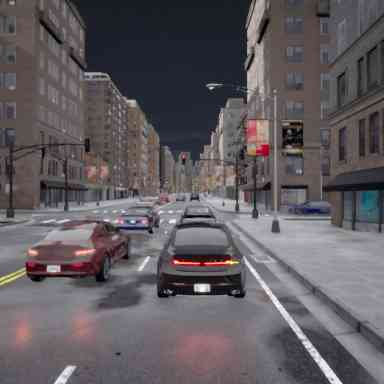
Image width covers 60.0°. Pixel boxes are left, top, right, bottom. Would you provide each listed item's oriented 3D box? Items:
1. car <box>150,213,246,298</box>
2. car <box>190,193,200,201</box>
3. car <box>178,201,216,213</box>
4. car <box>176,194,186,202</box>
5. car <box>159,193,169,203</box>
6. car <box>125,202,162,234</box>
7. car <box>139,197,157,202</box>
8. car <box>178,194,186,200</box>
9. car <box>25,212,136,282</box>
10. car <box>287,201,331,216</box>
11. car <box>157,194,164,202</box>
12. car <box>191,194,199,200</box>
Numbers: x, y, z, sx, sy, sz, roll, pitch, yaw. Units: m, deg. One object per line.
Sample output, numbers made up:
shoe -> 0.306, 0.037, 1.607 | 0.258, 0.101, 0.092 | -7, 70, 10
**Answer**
car -> 0.205, 1.506, 8.500 | 1.837, 1.490, 4.892 | 0, 0, 0
car -> 0.627, 1.164, 75.283 | 2.150, 2.045, 5.566 | 0, 0, 0
car -> 0.291, 1.490, 17.896 | 2.128, 1.511, 4.902 | 0, 0, -1
car -> -2.620, 1.492, 75.696 | 1.994, 1.385, 4.181 | 0, 0, 0
car -> -5.926, 1.178, 68.890 | 2.150, 2.045, 5.566 | 0, 0, 1
car -> -2.958, 1.545, 19.203 | 2.033, 1.411, 5.357 | 0, 0, 0
car -> -6.211, 1.581, 44.134 | 1.895, 1.301, 4.718 | 0, 0, 0
car -> -2.542, 1.244, 85.699 | 1.882, 1.535, 5.008 | 0, 0, 0
car -> -3.026, 1.526, 9.636 | 1.812, 1.442, 4.674 | 0, 0, 1
car -> 11.940, 1.603, 33.198 | 4.674, 1.442, 1.812 | 0, -1, 3
car -> -6.118, 1.496, 54.757 | 1.812, 1.442, 4.674 | 0, 0, 1
car -> 0.708, 1.244, 85.673 | 1.882, 1.535, 5.008 | 0, 0, 0
